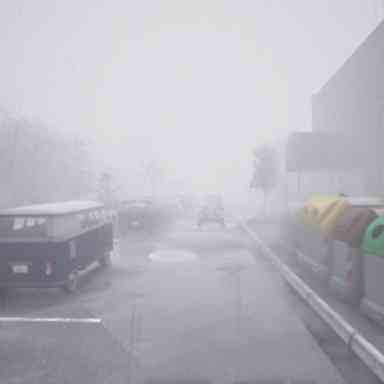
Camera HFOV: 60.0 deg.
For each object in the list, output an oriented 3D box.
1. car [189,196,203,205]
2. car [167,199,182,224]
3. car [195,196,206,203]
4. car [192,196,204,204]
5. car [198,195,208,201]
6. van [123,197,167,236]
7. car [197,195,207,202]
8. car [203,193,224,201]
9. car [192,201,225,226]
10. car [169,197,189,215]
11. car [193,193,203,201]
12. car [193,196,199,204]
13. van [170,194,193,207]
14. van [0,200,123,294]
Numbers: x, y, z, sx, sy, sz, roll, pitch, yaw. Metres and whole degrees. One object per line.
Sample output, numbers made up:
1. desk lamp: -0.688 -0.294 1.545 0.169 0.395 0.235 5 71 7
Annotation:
1. car: 0.815 1.609 64.021 2.097 1.535 5.008 0 0 7
2. car: -2.260 1.558 25.347 2.163 1.488 4.792 0 1 3
3. car: 2.073 1.665 79.771 1.946 1.575 5.366 0 0 7
4. car: 1.254 1.636 69.551 2.097 1.535 5.008 0 0 7
5. car: 3.011 1.719 91.672 2.231 1.521 4.892 0 -1 7
6. van: -2.773 1.290 18.855 1.878 1.987 4.442 0 1 2
7. car: 2.571 1.701 86.133 2.097 1.535 5.008 0 0 7
8. car: 2.854 1.292 42.318 2.150 2.045 5.566 0 0 5
9. car: 1.393 1.591 23.761 2.033 1.411 5.357 0 0 4
10. car: -1.822 1.538 30.840 2.231 1.521 4.892 0 1 3
11. car: 0.031 1.364 54.168 2.435 2.045 5.566 0 0 5
12. car: -0.502 1.629 47.444 2.002 1.452 4.674 0 0 5
13. van: -1.367 1.344 36.508 1.878 1.987 4.442 0 0 7
14. van: -3.409 1.269 8.923 1.878 1.987 4.442 0 1 2
